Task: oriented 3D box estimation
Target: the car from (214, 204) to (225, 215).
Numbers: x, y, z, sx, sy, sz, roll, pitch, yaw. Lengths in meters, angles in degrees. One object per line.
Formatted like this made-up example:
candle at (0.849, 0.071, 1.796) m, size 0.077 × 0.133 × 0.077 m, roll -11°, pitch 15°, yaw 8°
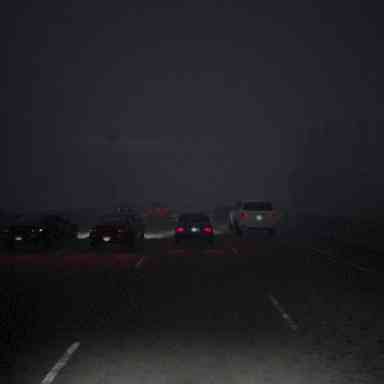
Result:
car at (3.589, 2.155, 38.388) m, size 1.812 × 1.442 × 4.674 m, roll 0°, pitch -1°, yaw 0°

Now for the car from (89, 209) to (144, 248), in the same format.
car at (-3.405, 1.711, 15.567) m, size 1.812 × 1.442 × 4.674 m, roll 0°, pitch -1°, yaw 0°

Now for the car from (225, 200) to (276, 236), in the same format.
car at (3.594, 1.485, 20.485) m, size 2.150 × 2.045 × 5.566 m, roll 0°, pitch -1°, yaw 0°

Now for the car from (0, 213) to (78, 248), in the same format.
car at (-6.905, 1.711, 15.578) m, size 1.812 × 1.442 × 4.674 m, roll 0°, pitch -1°, yaw 0°

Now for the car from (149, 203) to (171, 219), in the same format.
car at (-3.410, 1.935, 36.426) m, size 2.097 × 1.767 × 4.553 m, roll 0°, pitch -1°, yaw 0°

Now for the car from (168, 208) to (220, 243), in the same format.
car at (0.095, 1.756, 17.128) m, size 2.033 × 1.411 × 5.357 m, roll 0°, pitch -1°, yaw 0°

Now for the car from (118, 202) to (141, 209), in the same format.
car at (-6.911, 1.951, 37.089) m, size 2.097 × 1.767 × 4.553 m, roll 0°, pitch -1°, yaw 0°

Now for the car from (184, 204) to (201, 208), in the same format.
car at (0.090, 2.155, 38.374) m, size 1.812 × 1.442 × 4.674 m, roll 0°, pitch -1°, yaw 0°
